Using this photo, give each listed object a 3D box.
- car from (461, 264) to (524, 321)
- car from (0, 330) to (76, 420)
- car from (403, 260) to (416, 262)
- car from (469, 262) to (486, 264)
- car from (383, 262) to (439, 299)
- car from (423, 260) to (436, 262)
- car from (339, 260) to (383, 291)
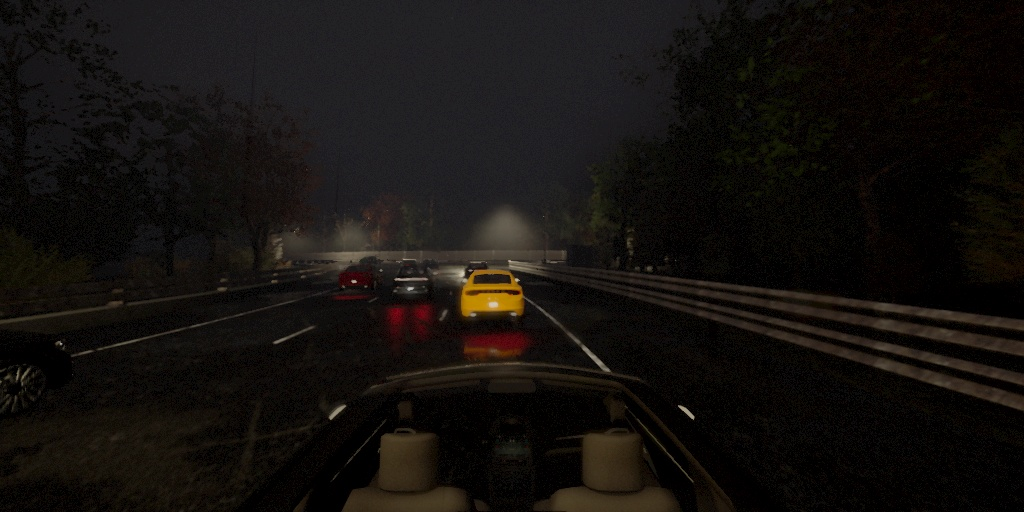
[{"bbox_3d":[-0.722,1.226,12.595,1.882,1.535,5.008,0,0,-5],"label":"car"},{"bbox_3d":[-7.059,1.265,2.976,2.128,1.511,4.902,0,0,-1],"label":"car"},{"bbox_3d":[-13.153,1.282,45.803,1.837,1.490,4.892,0,0,-23],"label":"car"},{"bbox_3d":[-2.730,1.241,27.872,2.128,1.511,4.902,0,0,-9],"label":"car"},{"bbox_3d":[-4.935,1.252,18.409,2.128,1.511,4.902,0,0,-9],"label":"car"},{"bbox_3d":[-11.716,1.263,50.687,2.128,1.511,4.902,0,0,-26],"label":"car"},{"bbox_3d":[-9.182,1.251,22.142,1.882,1.535,5.008,0,0,-12],"label":"car"}]
